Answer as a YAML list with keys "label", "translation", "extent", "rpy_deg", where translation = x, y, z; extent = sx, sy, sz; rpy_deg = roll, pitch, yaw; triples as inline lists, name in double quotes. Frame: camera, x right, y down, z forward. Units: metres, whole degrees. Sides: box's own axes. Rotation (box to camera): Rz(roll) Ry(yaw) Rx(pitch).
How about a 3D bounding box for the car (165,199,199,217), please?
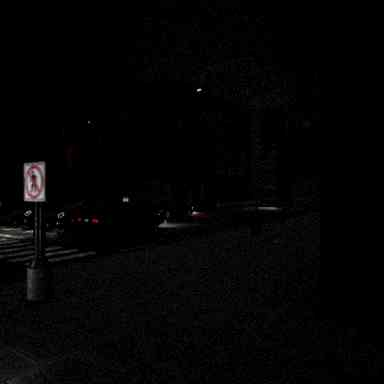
- label: "car"
  translation: [-1.775, 1.413, 27.888]
  extent: [1.837, 1.490, 4.892]
  rpy_deg: [0, 0, 35]

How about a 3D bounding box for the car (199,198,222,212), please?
- label: "car"
  translation: [1.400, 1.419, 38.002]
  extent: [2.033, 1.411, 5.357]
  rpy_deg: [0, 0, 36]

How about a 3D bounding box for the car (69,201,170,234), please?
- label: "car"
  translation: [-3.896, 1.484, 18.920]
  extent: [2.033, 1.411, 5.357]
  rpy_deg: [0, 0, 35]

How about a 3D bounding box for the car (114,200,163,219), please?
- label: "car"
  translation: [-4.644, 1.479, 29.470]
  extent: [1.994, 1.385, 4.181]
  rpy_deg: [0, 0, 35]

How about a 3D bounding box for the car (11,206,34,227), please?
- label: "car"
  translation: [-9.634, 1.303, 22.411]
  extent: [2.097, 1.767, 4.553]
  rpy_deg: [0, 0, 35]

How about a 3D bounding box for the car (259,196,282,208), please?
- label: "car"
  translation: [10.846, 1.340, 45.638]
  extent: [1.812, 1.442, 4.674]
  rpy_deg: [0, 0, 36]

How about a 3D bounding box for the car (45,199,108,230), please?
- label: "car"
  translation: [-6.910, 1.297, 20.632]
  extent: [2.097, 1.767, 4.553]
  rpy_deg: [0, 0, 35]
